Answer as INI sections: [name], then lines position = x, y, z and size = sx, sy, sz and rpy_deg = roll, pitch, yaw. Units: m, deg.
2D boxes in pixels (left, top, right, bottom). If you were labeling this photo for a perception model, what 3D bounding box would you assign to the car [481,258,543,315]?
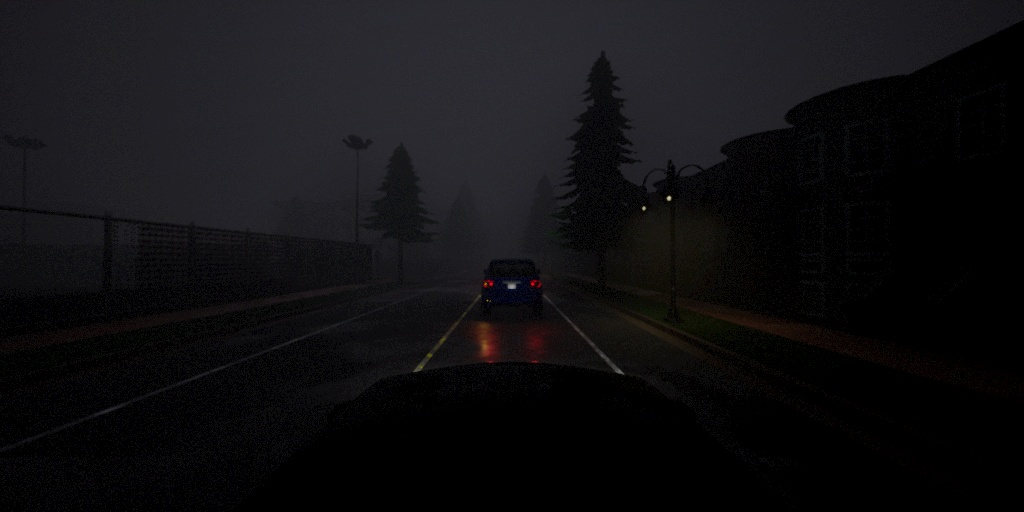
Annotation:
[car]
position = 0.004, 1.112, 14.451
size = 2.150, 2.045, 5.566
rpy_deg = 0, 0, 0
